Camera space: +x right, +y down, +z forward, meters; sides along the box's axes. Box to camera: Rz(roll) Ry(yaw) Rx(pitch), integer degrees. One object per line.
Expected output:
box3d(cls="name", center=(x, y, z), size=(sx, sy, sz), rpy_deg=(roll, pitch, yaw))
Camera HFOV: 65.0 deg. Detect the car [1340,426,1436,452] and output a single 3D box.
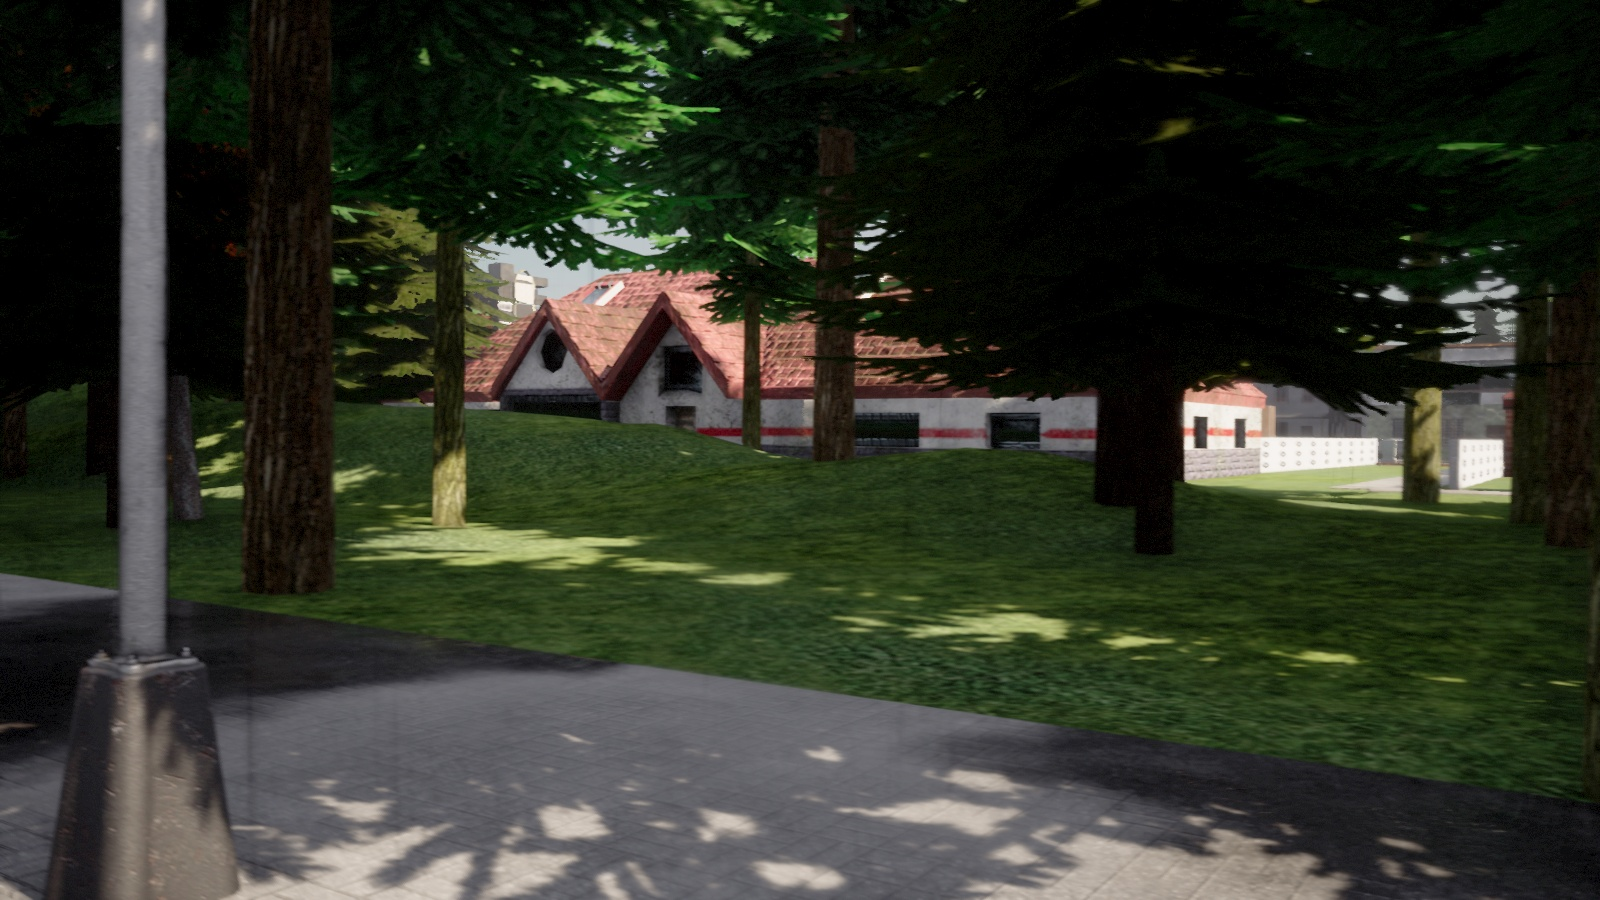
box3d(cls="car", center=(35.018, -0.651, 74.801), size=(4.902, 1.511, 2.128), rpy_deg=(0, 1, 34))
